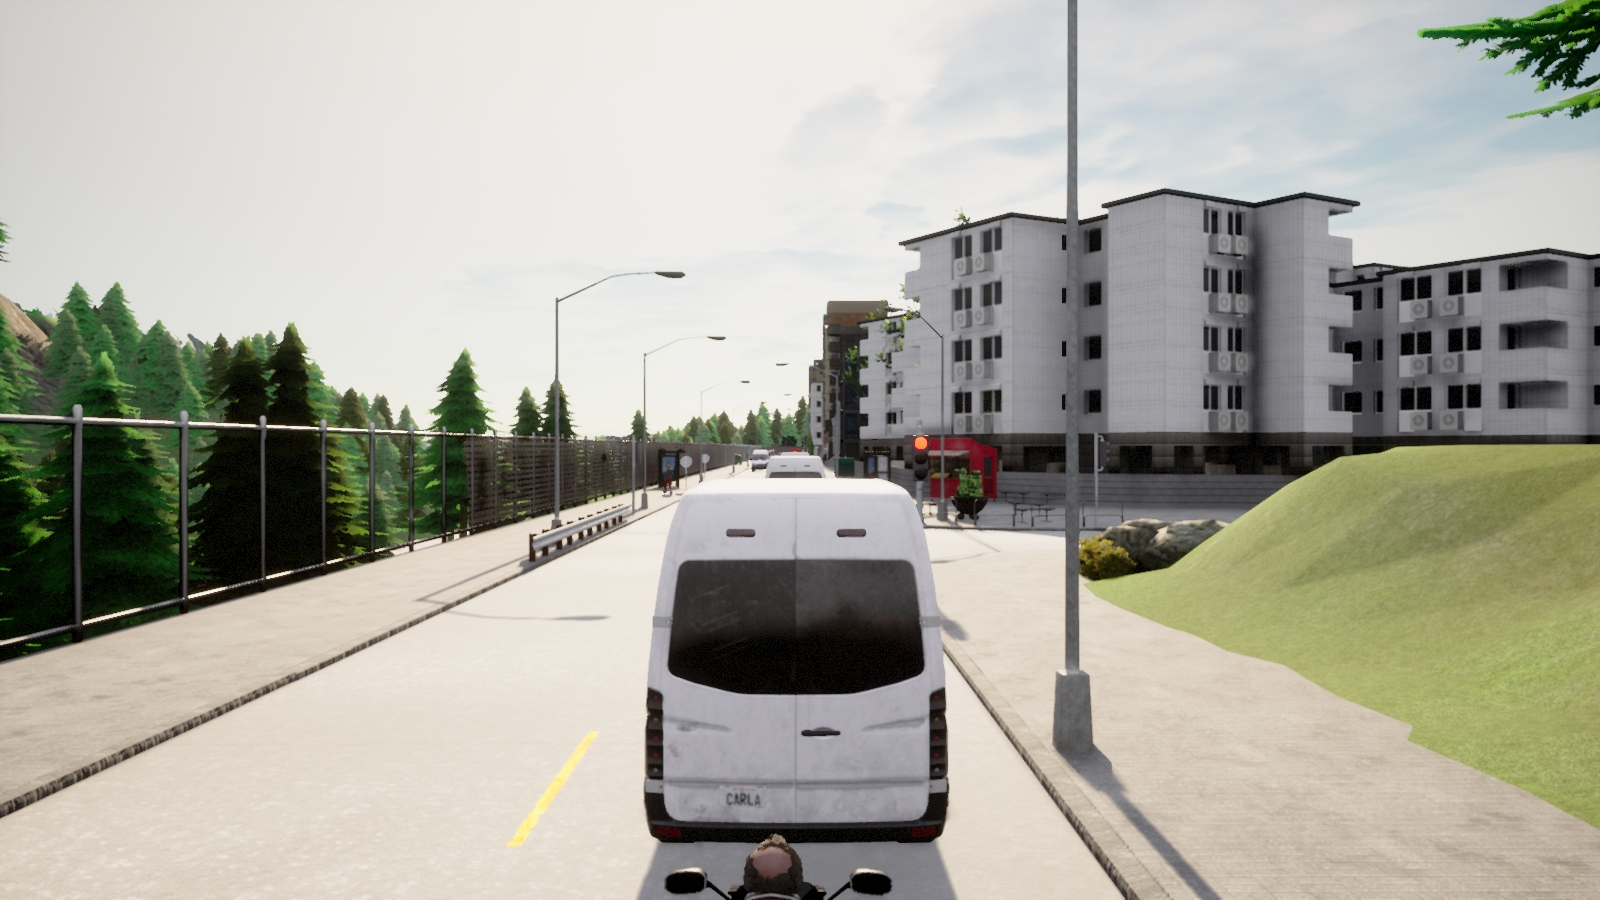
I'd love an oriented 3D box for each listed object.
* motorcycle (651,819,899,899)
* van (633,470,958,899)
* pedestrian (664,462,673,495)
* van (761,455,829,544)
[{"bbox_3d":[-0.090,2.195,3.745,0.867,1.251,2.209,0,0,1],"label":"motorcycle"},{"bbox_3d":[-0.034,1.513,9.945,1.988,2.561,5.915,0,0,0],"label":"van"},{"bbox_3d":[-7.420,1.620,64.644,0.375,1.860,0.375,0,0,-32],"label":"pedestrian"},{"bbox_3d":[-0.153,1.463,36.414,1.988,2.561,5.915,0,0,0],"label":"van"}]
